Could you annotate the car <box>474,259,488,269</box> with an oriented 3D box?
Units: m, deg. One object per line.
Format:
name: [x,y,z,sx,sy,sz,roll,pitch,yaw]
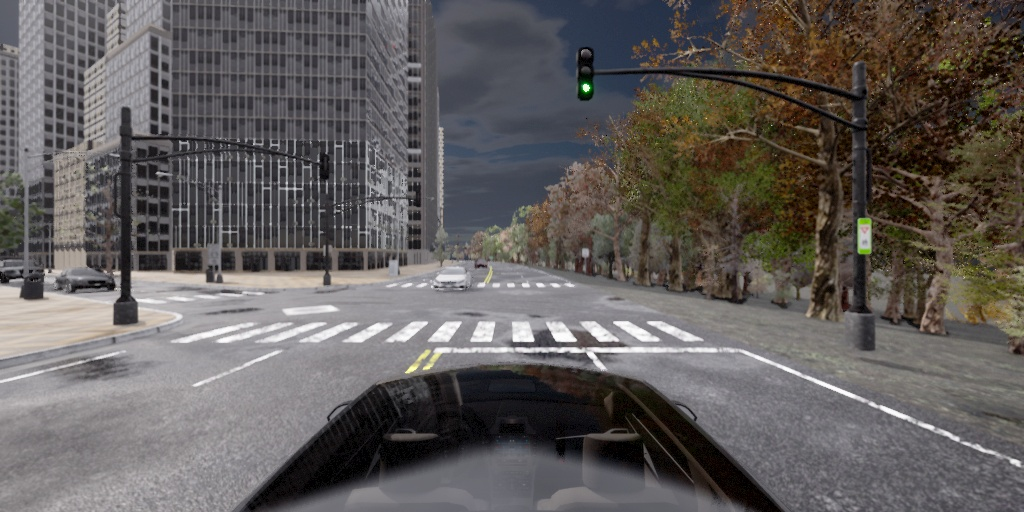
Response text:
car: [-4.938,1.198,57.290,2.097,1.767,4.553,0,0,-3]

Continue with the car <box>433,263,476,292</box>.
car: [-3.469,1.353,21.650,1.812,1.442,4.674,0,0,-1]

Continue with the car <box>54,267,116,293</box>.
car: [-27.231,1.492,22.862,4.892,1.490,1.837,0,0,29]

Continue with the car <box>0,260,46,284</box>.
car: [-43.679,1.367,31.810,5.566,2.045,2.150,-1,0,29]
